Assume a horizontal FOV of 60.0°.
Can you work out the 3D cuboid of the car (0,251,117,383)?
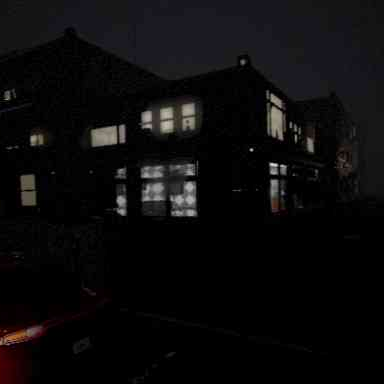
[{"bbox_3d":[-3.114,1.527,4.675,4.507,1.381,1.887,-1,0,30],"label":"car"}]
